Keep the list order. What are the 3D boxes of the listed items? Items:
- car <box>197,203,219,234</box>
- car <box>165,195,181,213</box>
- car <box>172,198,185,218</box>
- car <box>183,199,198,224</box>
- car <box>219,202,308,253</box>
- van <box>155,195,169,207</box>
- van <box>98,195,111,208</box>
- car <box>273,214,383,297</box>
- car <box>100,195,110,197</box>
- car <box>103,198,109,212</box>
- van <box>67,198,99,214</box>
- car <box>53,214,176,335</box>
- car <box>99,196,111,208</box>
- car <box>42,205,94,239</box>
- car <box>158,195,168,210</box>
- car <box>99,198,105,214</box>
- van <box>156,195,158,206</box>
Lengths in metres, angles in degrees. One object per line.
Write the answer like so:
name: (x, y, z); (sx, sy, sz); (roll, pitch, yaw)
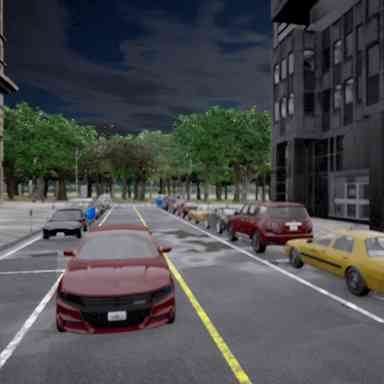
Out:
car: (1.914, 1.544, 19.010); (2.008, 1.369, 4.403); (0, 0, -11)
car: (-1.332, 1.433, 34.996); (1.967, 1.590, 4.097); (0, 0, -11)
car: (-0.250, 1.537, 29.668); (1.887, 1.381, 4.507); (0, 0, -11)
car: (0.798, 1.518, 24.505); (1.752, 1.417, 4.829); (0, 0, -11)
car: (2.995, 1.309, 13.681); (2.192, 1.841, 5.009); (0, 0, -11)
van: (-4.579, 1.336, 50.983); (1.690, 1.788, 3.998); (0, 0, -11)
van: (-12.934, 1.340, 49.286); (1.690, 1.788, 3.998); (0, 0, -11)
car: (4.044, 1.521, 8.519); (1.752, 1.417, 4.829); (0, 0, -11)
car: (-11.851, 1.437, 43.957); (1.967, 1.590, 4.097); (0, 0, -11)
car: (-9.687, 1.562, 33.300); (1.947, 1.339, 4.313); (0, 0, -11)
van: (-7.523, 1.337, 22.642); (1.690, 1.788, 3.998); (0, 0, -11)
car: (-1.555, 1.475, 7.141); (1.882, 1.535, 5.008); (0, 0, -11)
car: (-10.735, 1.522, 38.462); (1.752, 1.417, 4.829); (0, 0, -11)
car: (-6.441, 1.562, 17.313); (1.947, 1.339, 4.313); (0, 0, -11)
car: (-2.415, 1.308, 40.325); (2.192, 1.841, 5.009); (0, 0, -11)
car: (-8.571, 1.521, 27.805); (1.752, 1.417, 4.829); (0, 0, -11)
van: (-3.497, 1.335, 45.654); (1.690, 1.788, 3.998); (0, 0, -11)
